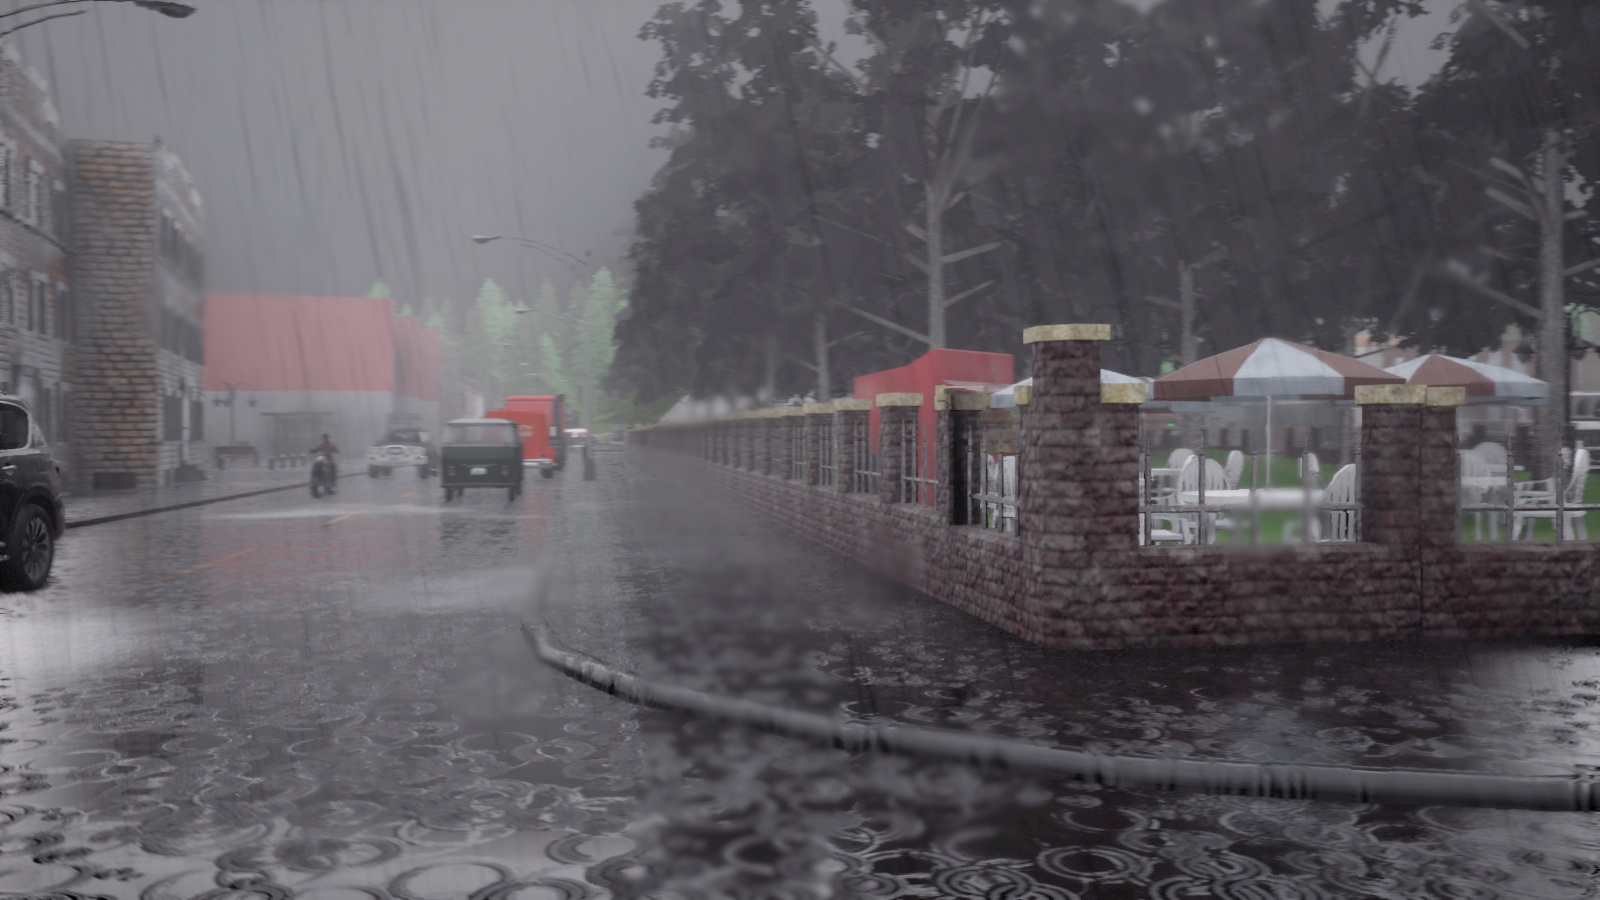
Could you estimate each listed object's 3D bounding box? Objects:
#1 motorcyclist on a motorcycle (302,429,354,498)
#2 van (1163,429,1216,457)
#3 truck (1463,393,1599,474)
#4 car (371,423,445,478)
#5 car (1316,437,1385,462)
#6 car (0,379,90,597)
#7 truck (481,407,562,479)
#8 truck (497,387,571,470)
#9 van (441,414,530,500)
[{"bbox_3d":[-11.818,0.308,31.504,0.766,1.649,2.350,0,1,-9],"label":"motorcyclist on a motorcycle"},{"bbox_3d":[28.317,-0.493,91.469,1.775,1.987,4.442,0,1,-11],"label":"van"},{"bbox_3d":[33.987,-0.751,57.270,2.891,3.462,7.936,0,1,-4],"label":"truck"},{"bbox_3d":[-14.067,-0.017,45.276,1.932,1.855,4.605,0,1,-9],"label":"car"},{"bbox_3d":[34.718,-0.041,79.265,1.845,1.501,3.633,0,1,-29],"label":"car"},{"bbox_3d":[-8.462,0.362,10.964,2.150,2.045,5.566,0,1,-9],"label":"car"},{"bbox_3d":[-10.142,-0.304,46.084,2.627,2.467,5.204,0,1,-10],"label":"truck"},{"bbox_3d":[-11.855,-0.955,56.589,2.891,3.462,7.936,0,1,-9],"label":"truck"},{"bbox_3d":[-7.699,0.134,31.105,1.775,1.987,4.442,0,1,-9],"label":"van"}]
